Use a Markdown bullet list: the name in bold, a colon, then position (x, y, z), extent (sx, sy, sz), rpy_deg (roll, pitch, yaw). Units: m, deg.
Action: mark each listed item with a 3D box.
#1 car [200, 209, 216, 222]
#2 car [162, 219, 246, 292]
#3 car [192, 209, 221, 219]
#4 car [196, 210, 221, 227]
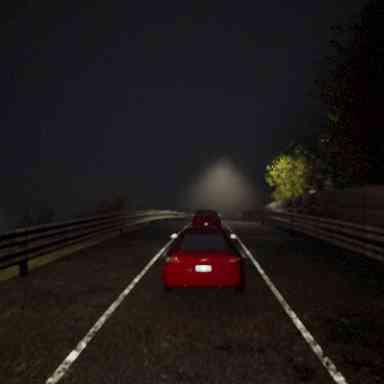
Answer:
- **car**: position (2.031, 2.919, 40.946), extent (1.882, 1.535, 5.008), rpy_deg (0, -4, 4)
- **car**: position (0.334, 1.681, 9.344), extent (1.994, 1.385, 4.181), rpy_deg (0, -1, 2)
- **car**: position (0.998, 1.941, 23.001), extent (1.882, 1.535, 5.008), rpy_deg (0, -3, 3)
- **car**: position (1.461, 2.319, 29.967), extent (2.033, 1.411, 5.357), rpy_deg (0, -3, 3)
